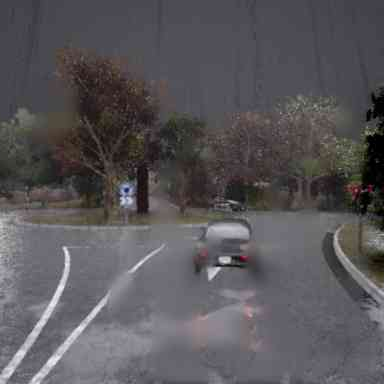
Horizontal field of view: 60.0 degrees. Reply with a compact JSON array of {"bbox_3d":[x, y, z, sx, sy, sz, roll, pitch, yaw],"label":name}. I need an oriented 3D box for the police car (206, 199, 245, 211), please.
[{"bbox_3d":[3.847,1.631,39.262,5.238,1.638,1.930,0,-2,45],"label":"police car"}]

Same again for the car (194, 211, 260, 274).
[{"bbox_3d":[1.191,1.566,10.720,1.812,1.442,4.674,0,0,9],"label":"car"}]
